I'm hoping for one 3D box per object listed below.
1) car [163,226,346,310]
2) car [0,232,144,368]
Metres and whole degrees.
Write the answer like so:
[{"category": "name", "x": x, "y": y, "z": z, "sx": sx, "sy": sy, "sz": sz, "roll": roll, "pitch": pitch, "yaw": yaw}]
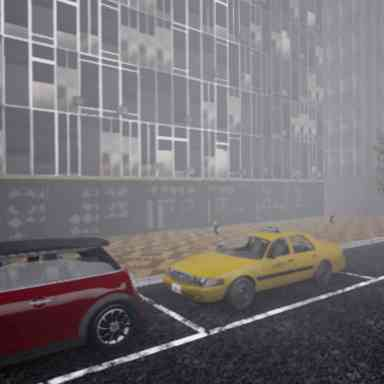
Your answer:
[{"category": "car", "x": 1.665, "y": 1.511, "z": 7.756, "sx": 4.829, "sy": 1.417, "sz": 1.752, "roll": 0, "pitch": 0, "yaw": -35}, {"category": "car", "x": -2.825, "y": 1.440, "z": 4.555, "sx": 4.097, "sy": 1.590, "sz": 1.967, "roll": 0, "pitch": 0, "yaw": -35}]
